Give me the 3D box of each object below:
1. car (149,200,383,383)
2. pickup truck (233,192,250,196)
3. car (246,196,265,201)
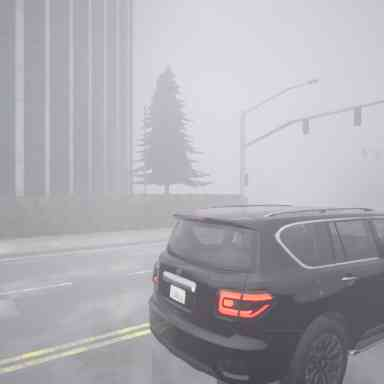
[{"bbox_3d":[2.047,1.221,5.200,5.566,2.045,2.150,0,0,-35],"label":"car"},{"bbox_3d":[10.249,1.059,68.801,2.390,2.098,6.274,0,0,-5],"label":"pickup truck"},{"bbox_3d":[8.504,1.564,43.038,1.994,1.385,4.181,0,0,-36],"label":"car"}]
